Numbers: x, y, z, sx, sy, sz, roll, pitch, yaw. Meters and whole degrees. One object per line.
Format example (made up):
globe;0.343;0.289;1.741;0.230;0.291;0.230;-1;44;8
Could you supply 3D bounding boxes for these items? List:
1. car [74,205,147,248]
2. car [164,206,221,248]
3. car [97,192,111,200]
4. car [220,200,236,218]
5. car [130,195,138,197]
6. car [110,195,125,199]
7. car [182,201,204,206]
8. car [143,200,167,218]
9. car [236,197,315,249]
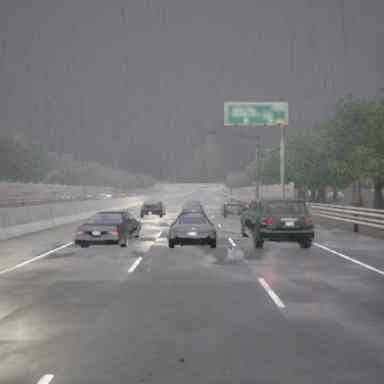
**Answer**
car;-3.477;1.541;14.618;2.033;1.411;5.357;0;0;0
car;0.024;1.550;14.607;1.994;1.385;4.181;0;0;0
car;-20.388;0.958;77.413;2.150;2.045;5.566;0;0;1
car;3.591;1.428;29.558;2.128;1.511;4.902;0;0;0
car;-13.388;1.286;77.329;1.994;1.385;4.181;0;0;1
car;-16.888;1.328;77.357;1.895;1.301;4.718;0;0;1
car;0.091;1.505;29.580;1.994;1.385;4.181;0;0;0
car;-3.408;1.449;29.601;1.837;1.490;4.892;0;0;0
car;3.524;1.235;14.626;2.150;2.045;5.566;0;0;0
